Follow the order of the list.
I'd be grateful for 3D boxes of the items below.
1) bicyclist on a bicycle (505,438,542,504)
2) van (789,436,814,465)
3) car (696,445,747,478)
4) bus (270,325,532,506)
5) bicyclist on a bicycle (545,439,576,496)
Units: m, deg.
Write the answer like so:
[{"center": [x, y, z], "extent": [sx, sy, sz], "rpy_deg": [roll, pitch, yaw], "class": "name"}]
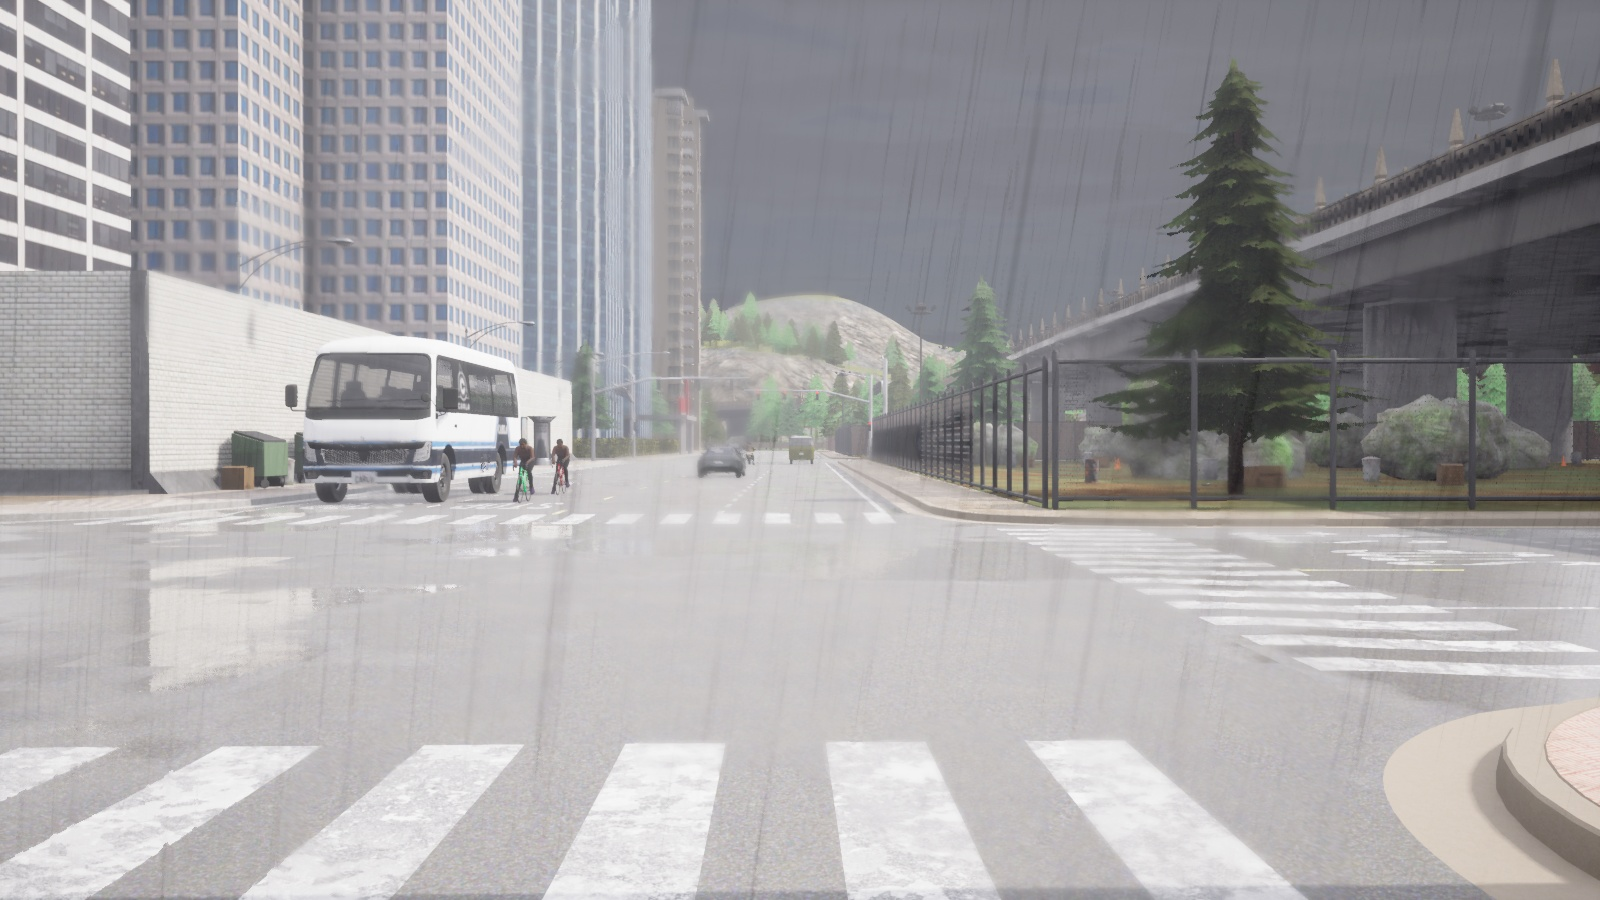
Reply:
[{"center": [-6.952, 0.515, 31.641], "extent": [0.582, 1.620, 1.656], "rpy_deg": [0, 1, 0], "class": "bicyclist on a bicycle"}, {"center": [0.106, -0.003, 89.002], "extent": [1.775, 1.987, 4.442], "rpy_deg": [0, 0, 0], "class": "van"}, {"center": [-3.428, 0.495, 55.455], "extent": [1.994, 1.385, 4.181], "rpy_deg": [0, 0, 0], "class": "car"}, {"center": [-10.448, -0.833, 34.565], "extent": [3.944, 4.253, 10.273], "rpy_deg": [0, 0, 0], "class": "bus"}, {"center": [-6.947, 0.488, 36.483], "extent": [0.582, 1.620, 1.656], "rpy_deg": [0, 1, 0], "class": "bicyclist on a bicycle"}]
